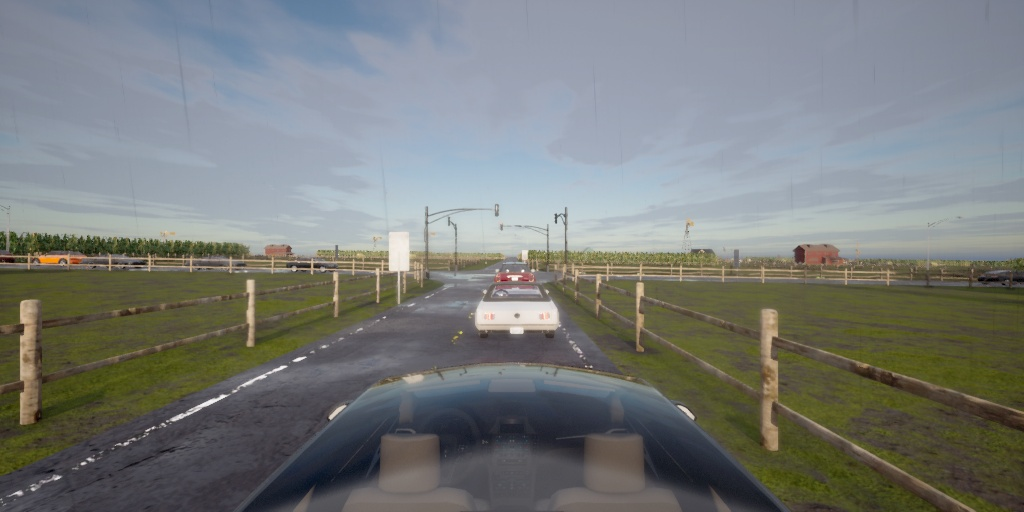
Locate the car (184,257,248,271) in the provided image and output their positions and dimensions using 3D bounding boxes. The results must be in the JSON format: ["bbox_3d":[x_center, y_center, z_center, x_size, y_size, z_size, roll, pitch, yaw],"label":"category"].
[{"bbox_3d":[-30.237,0.759,36.701,5.357,1.411,2.033,1,0,0],"label":"car"}]

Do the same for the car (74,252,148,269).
[{"bbox_3d":[-40.759,0.570,36.729,5.357,1.411,2.033,1,0,1],"label":"car"}]

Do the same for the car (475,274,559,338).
[{"bbox_3d":[0.117,1.351,10.098,1.895,1.301,4.718,0,0,0],"label":"car"}]

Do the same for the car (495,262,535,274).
[{"bbox_3d":[0.164,1.103,19.087,2.097,1.767,4.553,0,0,1],"label":"car"}]

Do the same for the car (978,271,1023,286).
[{"bbox_3d":[50.691,2.256,36.522,4.892,1.490,1.837,1,0,0],"label":"car"}]

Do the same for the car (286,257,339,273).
[{"bbox_3d":[-20.348,0.896,36.674,4.892,1.490,1.837,1,0,0],"label":"car"}]
